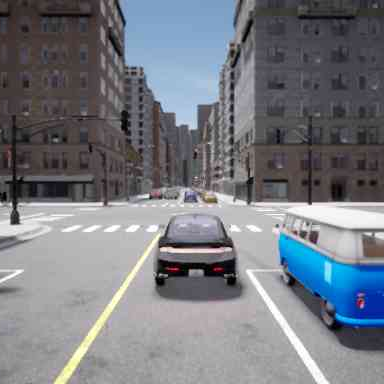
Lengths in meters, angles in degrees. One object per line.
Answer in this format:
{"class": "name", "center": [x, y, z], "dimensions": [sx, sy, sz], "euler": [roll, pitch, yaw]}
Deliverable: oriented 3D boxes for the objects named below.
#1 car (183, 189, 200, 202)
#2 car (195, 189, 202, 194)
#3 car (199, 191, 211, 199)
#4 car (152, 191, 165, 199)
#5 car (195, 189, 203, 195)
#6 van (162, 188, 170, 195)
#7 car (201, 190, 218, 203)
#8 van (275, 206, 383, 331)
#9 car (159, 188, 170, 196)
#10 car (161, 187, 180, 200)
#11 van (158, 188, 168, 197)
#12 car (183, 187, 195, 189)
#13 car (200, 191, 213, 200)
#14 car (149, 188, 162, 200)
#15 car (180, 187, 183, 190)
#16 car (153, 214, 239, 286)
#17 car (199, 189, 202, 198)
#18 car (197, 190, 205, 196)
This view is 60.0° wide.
{"class": "car", "center": [-0.211, 0.673, 48.726], "dimensions": [1.812, 1.442, 4.674], "euler": [0, 1, -1]}
{"class": "car", "center": [1.849, -0.150, 95.314], "dimensions": [2.008, 1.369, 4.403], "euler": [0, 1, -1]}
{"class": "car", "center": [2.345, 0.473, 62.168], "dimensions": [1.947, 1.339, 4.313], "euler": [0, 1, -1]}
{"class": "car", "center": [-6.180, 0.461, 62.042], "dimensions": [2.008, 1.369, 4.403], "euler": [0, 1, -1]}
{"class": "car", "center": [1.931, -0.047, 89.790], "dimensions": [2.008, 1.369, 4.403], "euler": [0, 1, -1]}
{"class": "van", "center": [-6.508, -0.151, 84.134], "dimensions": [1.690, 1.788, 3.998], "euler": [0, 1, -1]}
{"class": "car", "center": [2.590, 0.725, 45.764], "dimensions": [1.752, 1.417, 4.829], "euler": [0, 1, -1]}
{"class": "van", "center": [2.846, 1.227, 6.408], "dimensions": [1.690, 1.788, 3.998], "euler": [0, 1, 0]}
{"class": "car", "center": [-6.428, -0.076, 78.610], "dimensions": [2.192, 1.841, 5.009], "euler": [0, 1, -1]}
{"class": "car", "center": [-3.475, 0.381, 55.390], "dimensions": [2.097, 1.767, 4.553], "euler": [0, 1, 0]}
{"class": "van", "center": [-6.346, 0.052, 73.086], "dimensions": [1.690, 1.788, 3.998], "euler": [0, 1, -1]}
{"class": "car", "center": [-0.794, 0.091, 80.941], "dimensions": [2.128, 1.511, 4.902], "euler": [0, 1, -1]}
{"class": "car", "center": [2.427, 0.557, 56.643], "dimensions": [2.008, 1.369, 4.403], "euler": [0, 1, -1]}
{"class": "car", "center": [-6.098, 0.325, 56.513], "dimensions": [2.192, 1.841, 5.009], "euler": [0, 1, -1]}
{"class": "car", "center": [-3.643, -0.024, 70.864], "dimensions": [2.150, 2.045, 5.566], "euler": [0, 1, -1]}
{"class": "car", "center": [0.081, 1.335, 8.937], "dimensions": [2.128, 1.511, 4.902], "euler": [0, 1, 0]}
{"class": "car", "center": [2.509, 0.545, 51.117], "dimensions": [1.967, 1.590, 4.097], "euler": [0, 1, -1]}
{"class": "car", "center": [2.097, 0.188, 78.742], "dimensions": [1.802, 1.307, 4.206], "euler": [0, 1, -1]}
